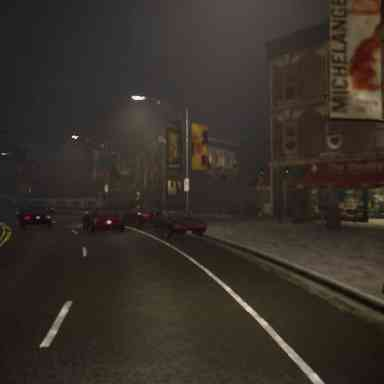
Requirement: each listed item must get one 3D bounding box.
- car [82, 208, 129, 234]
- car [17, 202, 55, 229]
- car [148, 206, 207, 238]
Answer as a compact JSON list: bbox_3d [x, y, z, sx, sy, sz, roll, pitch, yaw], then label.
[{"bbox_3d":[-5.514,1.670,20.375,1.994,1.385,4.181,0,0,-26],"label":"car"},{"bbox_3d":[-11.016,1.686,23.156,2.033,1.411,5.357,0,0,-31],"label":"car"},{"bbox_3d":[-0.867,1.674,18.205,1.895,1.301,4.718,0,0,-19],"label":"car"}]
